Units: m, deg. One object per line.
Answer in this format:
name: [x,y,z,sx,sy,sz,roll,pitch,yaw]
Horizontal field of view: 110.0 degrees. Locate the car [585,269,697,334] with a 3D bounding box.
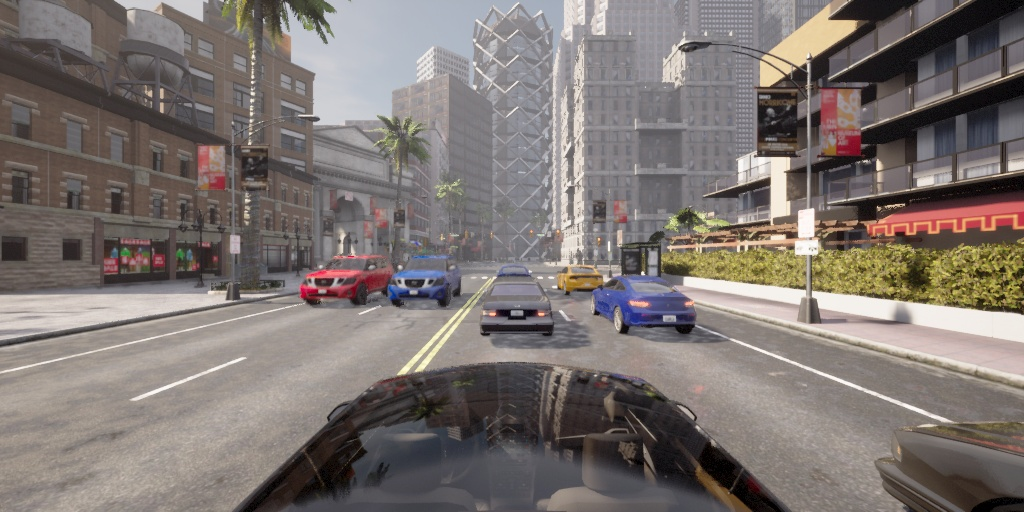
car: [3.620,1.276,10.549,1.812,1.442,4.674,0,0,0]

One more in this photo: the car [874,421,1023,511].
car: [3.664,1.297,0.153,2.033,1.411,5.357,0,0,-1]

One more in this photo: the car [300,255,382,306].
car: [-7.063,0.971,16.152,2.150,2.045,5.566,0,0,0]

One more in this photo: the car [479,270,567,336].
car: [0.108,1.297,10.375,2.033,1.411,5.357,0,0,0]

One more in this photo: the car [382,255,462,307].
car: [-3.567,0.971,15.825,2.150,2.045,5.566,0,0,0]

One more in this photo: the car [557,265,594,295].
car: [3.615,1.228,19.661,1.882,1.535,5.008,0,0,0]

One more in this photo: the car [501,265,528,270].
car: [0.116,1.228,20.161,1.882,1.535,5.008,0,0,0]
